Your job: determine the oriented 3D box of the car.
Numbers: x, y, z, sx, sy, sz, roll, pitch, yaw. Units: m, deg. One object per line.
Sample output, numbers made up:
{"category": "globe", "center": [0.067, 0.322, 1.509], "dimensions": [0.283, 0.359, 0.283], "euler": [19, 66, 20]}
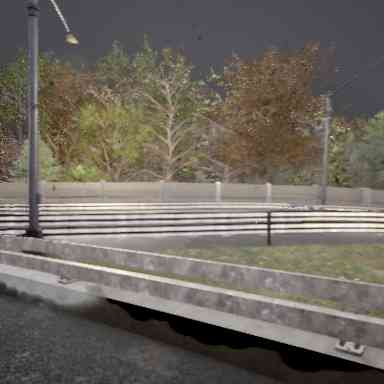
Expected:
{"category": "car", "center": [6.053, 1.493, 19.462], "dimensions": [4.902, 1.511, 2.128], "euler": [1, 0, -12]}
